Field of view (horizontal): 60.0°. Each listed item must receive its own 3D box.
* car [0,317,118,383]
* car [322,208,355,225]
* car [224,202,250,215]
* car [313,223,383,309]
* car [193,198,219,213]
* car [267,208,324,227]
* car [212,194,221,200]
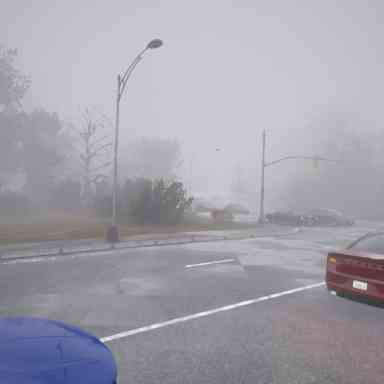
[{"bbox_3d":[-2.839,1.478,1.717,5.008,1.535,1.882,0,0,-36],"label":"car"},{"bbox_3d":[11.896,2.221,29.260,1.837,1.490,4.892,3,-2,-26],"label":"car"},{"bbox_3d":[5.789,2.139,43.381,1.837,1.490,4.892,2,0,-19],"label":"car"},{"bbox_3d":[5.016,1.556,7.364,5.008,1.535,1.882,1,-1,-35],"label":"car"},{"bbox_3d":[1.929,2.002,43.752,2.033,1.411,5.357,3,0,-19],"label":"car"},{"bbox_3d":[8.338,2.154,27.845,1.895,1.301,4.718,3,-2,-22],"label":"car"},{"bbox_3d":[5.870,1.112,79.193,2.033,1.411,5.357,2,2,-1],"label":"car"}]
